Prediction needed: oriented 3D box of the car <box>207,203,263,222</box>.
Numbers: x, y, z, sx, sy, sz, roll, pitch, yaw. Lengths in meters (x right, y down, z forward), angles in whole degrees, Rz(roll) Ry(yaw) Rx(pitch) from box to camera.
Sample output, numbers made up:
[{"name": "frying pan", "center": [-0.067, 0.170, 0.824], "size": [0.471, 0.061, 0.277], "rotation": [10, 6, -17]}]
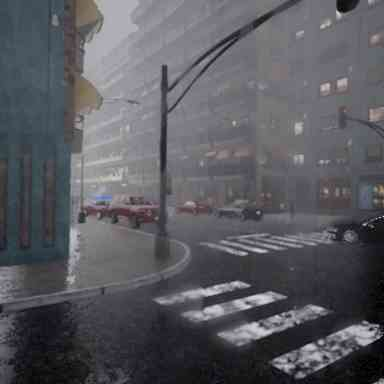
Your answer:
[{"name": "car", "center": [3.444, 1.464, 25.089], "size": [1.947, 1.339, 4.313], "rotation": [2, 0, -36]}]

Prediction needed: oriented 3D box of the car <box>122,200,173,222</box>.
[{"name": "car", "center": [-3.390, 1.324, 24.640], "size": [1.994, 1.385, 4.181], "rotation": [1, 0, -36]}]

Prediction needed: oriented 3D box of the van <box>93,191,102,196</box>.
[{"name": "van", "center": [-12.873, 0.835, 47.659], "size": [1.690, 1.788, 3.998], "rotation": [2, 0, -36]}]

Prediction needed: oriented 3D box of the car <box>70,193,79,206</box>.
[{"name": "car", "center": [-16.512, 0.961, 42.841], "size": [1.812, 1.442, 4.674], "rotation": [1, 0, -36]}]

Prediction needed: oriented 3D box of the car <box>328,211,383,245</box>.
[{"name": "car", "center": [8.691, 1.613, 14.787], "size": [4.892, 1.490, 1.837], "rotation": [1, 6, 23]}]

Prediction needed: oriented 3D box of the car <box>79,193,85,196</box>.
[{"name": "car", "center": [-19.407, 0.878, 56.685], "size": [1.887, 1.381, 4.507], "rotation": [2, 0, -36]}]

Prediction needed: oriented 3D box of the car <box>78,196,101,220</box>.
[{"name": "car", "center": [-6.632, 1.239, 24.723], "size": [1.887, 1.381, 4.507], "rotation": [2, 0, -36]}]

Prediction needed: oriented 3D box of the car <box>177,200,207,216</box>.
[{"name": "car", "center": [0.179, 1.399, 29.603], "size": [1.802, 1.307, 4.206], "rotation": [2, 0, -36]}]

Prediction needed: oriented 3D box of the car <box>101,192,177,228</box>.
[{"name": "car", "center": [-3.360, 1.090, 20.211], "size": [2.192, 1.841, 5.009], "rotation": [2, 0, -36]}]
